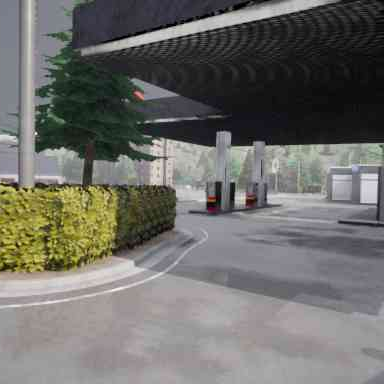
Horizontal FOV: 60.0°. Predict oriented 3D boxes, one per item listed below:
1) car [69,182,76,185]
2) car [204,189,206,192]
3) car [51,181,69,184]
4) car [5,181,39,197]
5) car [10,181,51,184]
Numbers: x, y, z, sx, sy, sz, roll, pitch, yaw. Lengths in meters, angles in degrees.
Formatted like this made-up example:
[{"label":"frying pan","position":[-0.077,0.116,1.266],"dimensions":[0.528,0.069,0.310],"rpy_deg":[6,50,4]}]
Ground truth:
[{"label":"car","position":[-25.395,-1.278,68.053],"dimensions":[4.605,1.855,1.932],"rpy_deg":[2,2,35]},{"label":"car","position":[4.930,-0.335,65.577],"dimensions":[5.027,1.636,2.152],"rpy_deg":[2,2,35]},{"label":"car","position":[-26.734,-1.251,65.441],"dimensions":[3.866,1.878,1.905],"rpy_deg":[2,2,35]},{"label":"car","position":[-21.727,-0.457,42.412],"dimensions":[4.605,1.855,1.932],"rpy_deg":[2,2,35]},{"label":"car","position":[-17.196,-0.173,35.193],"dimensions":[3.866,1.878,1.905],"rpy_deg":[2,2,35]}]
